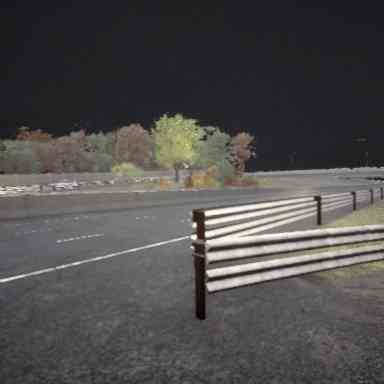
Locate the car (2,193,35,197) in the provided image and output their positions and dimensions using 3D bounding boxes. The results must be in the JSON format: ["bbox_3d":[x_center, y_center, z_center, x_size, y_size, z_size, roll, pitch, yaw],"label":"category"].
[{"bbox_3d":[-13.781,0.947,26.636,1.994,1.385,4.181,0,1,35],"label":"car"}]

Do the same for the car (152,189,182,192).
[{"bbox_3d":[-2.514,0.458,43.018,1.837,1.490,4.892,0,1,35],"label":"car"}]

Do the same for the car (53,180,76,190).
[{"bbox_3d":[-25.598,-1.439,67.015,2.150,2.045,5.566,-1,3,15],"label":"car"}]

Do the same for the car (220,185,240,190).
[{"bbox_3d":[6.417,-0.414,55.889,2.097,1.767,4.553,0,1,34],"label":"car"}]

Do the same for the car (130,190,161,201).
[{"bbox_3d":[-6.804,0.436,49.102,1.812,1.442,4.674,0,1,35],"label":"car"}]

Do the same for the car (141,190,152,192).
[{"bbox_3d":[-5.164,0.427,45.341,1.882,1.535,5.008,0,1,35],"label":"car"}]

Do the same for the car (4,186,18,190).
[{"bbox_3d":[-29.329,-0.192,52.237,1.994,1.385,4.181,-1,3,13],"label":"car"}]
